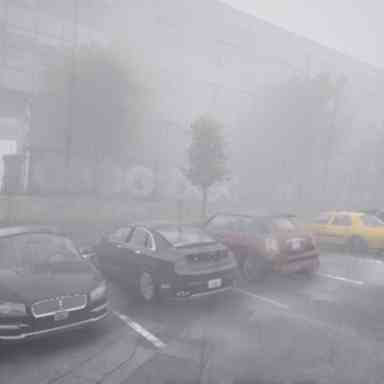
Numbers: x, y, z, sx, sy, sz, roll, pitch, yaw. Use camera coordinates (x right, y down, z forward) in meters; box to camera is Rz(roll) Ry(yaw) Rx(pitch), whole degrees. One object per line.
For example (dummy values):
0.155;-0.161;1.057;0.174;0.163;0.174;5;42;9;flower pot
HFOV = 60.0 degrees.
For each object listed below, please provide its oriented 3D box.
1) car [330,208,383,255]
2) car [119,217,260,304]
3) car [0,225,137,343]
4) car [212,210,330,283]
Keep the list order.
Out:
5.742;1.425;13.295;1.946;1.575;5.366;0;0;-36;car
-0.968;1.464;8.270;2.231;1.521;4.892;0;0;-36;car
-3.249;1.476;6.656;2.231;1.521;4.892;0;0;-36;car
1.319;1.326;9.870;2.185;1.767;4.553;0;0;-35;car
